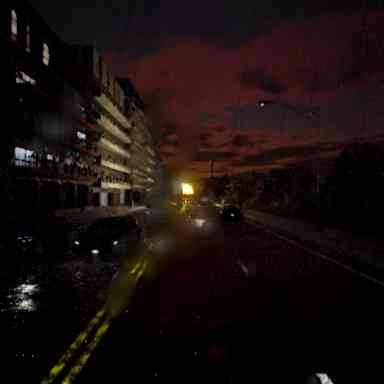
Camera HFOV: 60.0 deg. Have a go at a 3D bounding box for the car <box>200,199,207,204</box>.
[{"bbox_3d":[3.250,2.681,93.405,1.994,1.385,4.181,0,-1,0],"label":"car"}]

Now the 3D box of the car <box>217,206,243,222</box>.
[{"bbox_3d":[3.350,1.907,29.611,1.994,1.385,4.181,0,-1,0],"label":"car"}]

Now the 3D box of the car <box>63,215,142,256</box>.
[{"bbox_3d":[-3.353,1.711,14.176,2.033,1.411,5.357,0,-1,0],"label":"car"}]

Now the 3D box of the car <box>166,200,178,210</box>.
[{"bbox_3d":[-3.306,2.136,56.045,1.882,1.535,5.008,0,-1,1],"label":"car"}]

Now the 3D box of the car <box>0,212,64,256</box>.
[{"bbox_3d":[-6.600,1.639,13.973,1.882,1.535,5.008,0,-1,0],"label":"car"}]

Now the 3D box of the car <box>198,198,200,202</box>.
[{"bbox_3d":[3.250,2.201,82.439,2.150,2.045,5.566,0,-1,0],"label":"car"}]

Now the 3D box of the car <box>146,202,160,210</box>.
[{"bbox_3d":[-6.550,2.259,56.049,1.895,1.301,4.718,0,-1,1],"label":"car"}]

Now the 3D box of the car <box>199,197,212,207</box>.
[{"bbox_3d":[3.250,2.349,71.436,2.163,1.488,4.792,0,-1,0],"label":"car"}]
